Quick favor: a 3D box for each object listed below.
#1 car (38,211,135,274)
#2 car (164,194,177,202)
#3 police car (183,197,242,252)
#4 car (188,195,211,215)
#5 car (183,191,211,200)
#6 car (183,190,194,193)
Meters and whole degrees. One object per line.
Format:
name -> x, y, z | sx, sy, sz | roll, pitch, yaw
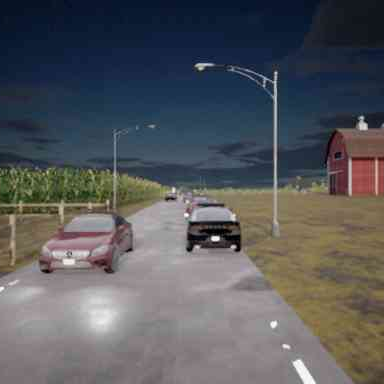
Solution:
car -> -2.930, 1.364, 10.193 | 1.812, 1.442, 4.674 | 0, 1, 0
car -> -3.244, 0.897, 51.138 | 1.895, 1.301, 4.718 | 0, 0, 0
police car -> 0.721, 1.219, 13.020 | 1.930, 1.638, 5.238 | 0, 1, 0
car -> 0.592, 1.062, 28.913 | 1.837, 1.490, 4.892 | 0, 1, 0
car -> 0.640, 0.998, 22.879 | 2.097, 1.767, 4.553 | 0, 1, 0
car -> -0.396, 0.794, 50.068 | 2.128, 1.511, 4.902 | 0, 0, 0
